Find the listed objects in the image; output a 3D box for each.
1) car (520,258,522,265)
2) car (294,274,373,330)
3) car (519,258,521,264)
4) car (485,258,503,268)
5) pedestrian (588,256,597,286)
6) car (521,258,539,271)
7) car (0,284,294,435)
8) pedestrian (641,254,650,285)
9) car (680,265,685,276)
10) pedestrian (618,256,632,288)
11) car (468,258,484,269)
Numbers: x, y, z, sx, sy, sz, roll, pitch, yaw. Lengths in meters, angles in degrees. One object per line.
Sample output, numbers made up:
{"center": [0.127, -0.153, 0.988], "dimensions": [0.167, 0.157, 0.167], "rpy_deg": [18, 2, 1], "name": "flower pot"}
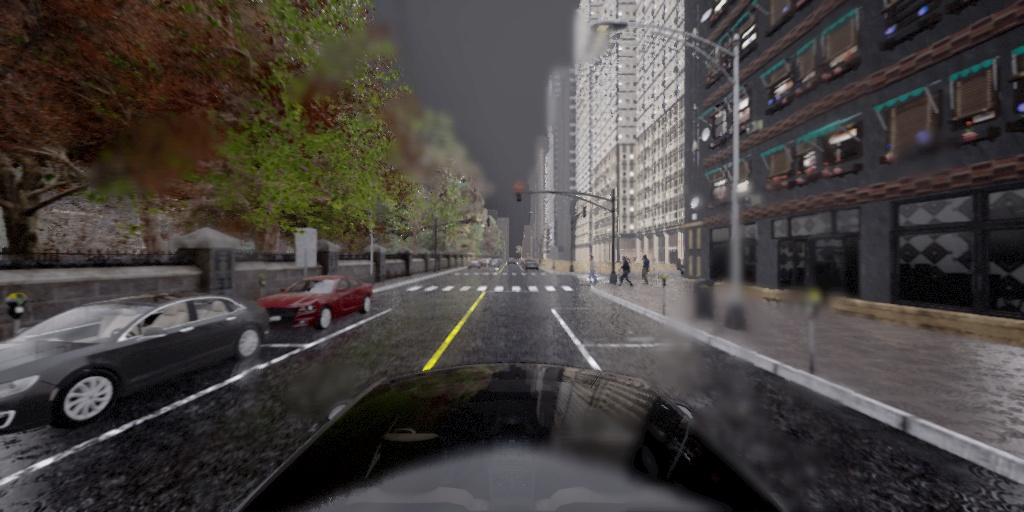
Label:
{"center": [2.685, 1.284, 54.632], "dimensions": [1.948, 1.339, 4.313], "rpy_deg": [0, 0, 0], "name": "car"}
{"center": [-5.822, 1.286, 11.081], "dimensions": [1.888, 1.381, 4.507], "rpy_deg": [0, 0, 0], "name": "car"}
{"center": [2.685, 1.284, 60.264], "dimensions": [1.948, 1.339, 4.313], "rpy_deg": [0, 0, 0], "name": "car"}
{"center": [-3.035, 1.210, 61.613], "dimensions": [2.128, 1.511, 4.902], "rpy_deg": [0, 0, 1], "name": "car"}
{"center": [4.847, 0.872, 21.555], "dimensions": [0.375, 1.860, 0.375], "rpy_deg": [0, 0, 0], "name": "pedestrian"}
{"center": [2.685, 1.286, 48.999], "dimensions": [1.948, 1.339, 4.313], "rpy_deg": [0, 0, 0], "name": "car"}
{"center": [-5.770, 1.297, 5.541], "dimensions": [2.007, 1.370, 4.403], "rpy_deg": [0, 0, 0], "name": "car"}
{"center": [7.860, 0.777, 20.956], "dimensions": [0.375, 1.860, 0.375], "rpy_deg": [0, 0, 0], "name": "pedestrian"}
{"center": [14.682, 1.002, 26.417], "dimensions": [4.313, 1.339, 1.948], "rpy_deg": [0, 0, 0], "name": "car"}
{"center": [6.397, 0.875, 20.356], "dimensions": [0.375, 1.860, 0.375], "rpy_deg": [0, 0, 0], "name": "pedestrian"}
{"center": [-5.695, 1.301, 54.631], "dimensions": [1.802, 1.307, 4.207], "rpy_deg": [0, 0, 0], "name": "car"}
